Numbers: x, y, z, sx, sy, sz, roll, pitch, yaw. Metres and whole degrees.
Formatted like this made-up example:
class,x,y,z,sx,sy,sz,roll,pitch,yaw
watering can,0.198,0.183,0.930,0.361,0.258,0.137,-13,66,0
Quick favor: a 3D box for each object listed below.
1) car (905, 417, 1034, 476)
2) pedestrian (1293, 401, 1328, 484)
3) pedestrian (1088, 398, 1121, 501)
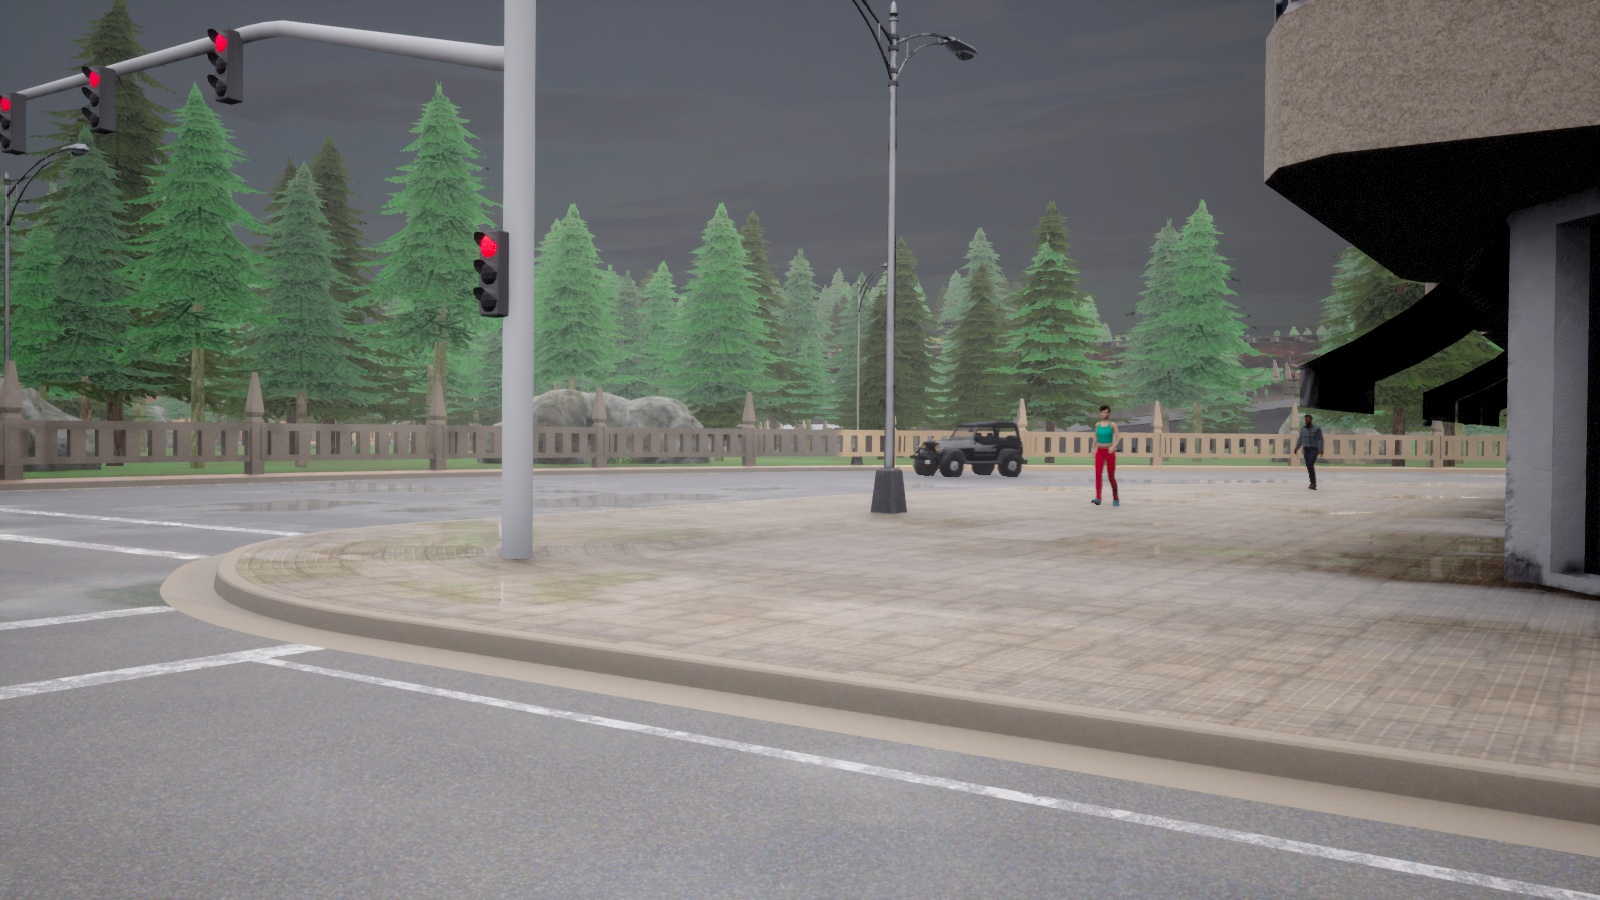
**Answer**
class,x,y,z,sx,sy,sz,roll,pitch,yaw
car,5.661,-0.153,41.973,3.866,1.878,1.905,-1,1,-27
pedestrian,12.180,-0.189,29.941,0.788,1.949,0.423,-1,1,-36
pedestrian,5.491,-0.018,22.628,0.345,1.836,0.594,0,1,38
